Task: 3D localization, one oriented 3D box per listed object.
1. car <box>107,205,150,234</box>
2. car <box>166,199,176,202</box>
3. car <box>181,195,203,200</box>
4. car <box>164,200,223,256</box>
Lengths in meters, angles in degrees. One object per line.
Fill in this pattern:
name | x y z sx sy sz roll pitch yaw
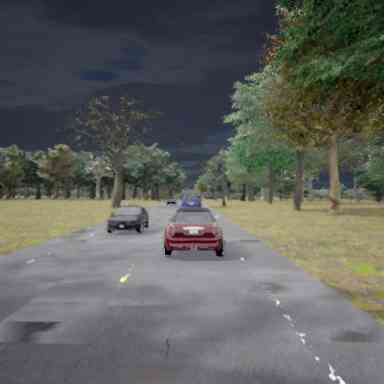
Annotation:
car | -3.680 1.532 19.866 1.882 1.535 5.008 0 0 0
car | -3.779 1.885 61.787 1.895 1.301 4.718 0 0 0
car | -0.047 1.343 35.771 2.150 2.045 5.566 0 0 0
car | 0.047 1.382 13.445 2.097 1.767 4.553 0 0 0
